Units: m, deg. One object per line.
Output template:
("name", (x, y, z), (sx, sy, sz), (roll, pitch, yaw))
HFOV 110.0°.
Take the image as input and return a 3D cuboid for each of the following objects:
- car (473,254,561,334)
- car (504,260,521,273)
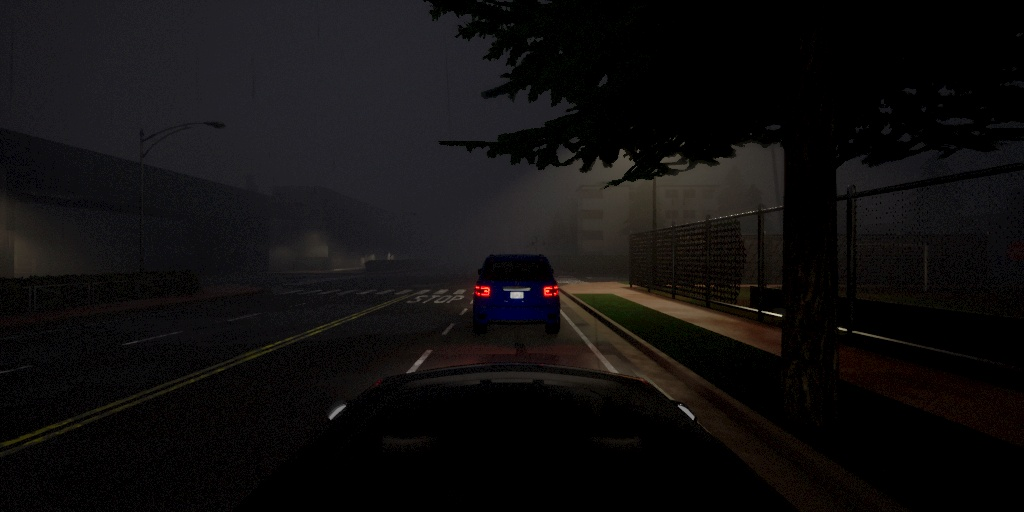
("car", (0.115, 0.972, 10.727), (2.150, 2.045, 5.566), (0, 0, 0))
("car", (0.025, 1.242, 45.602), (2.128, 1.511, 4.902), (0, 0, 0))
